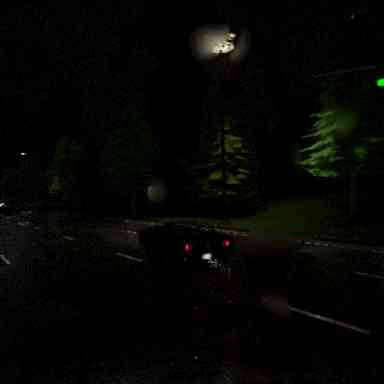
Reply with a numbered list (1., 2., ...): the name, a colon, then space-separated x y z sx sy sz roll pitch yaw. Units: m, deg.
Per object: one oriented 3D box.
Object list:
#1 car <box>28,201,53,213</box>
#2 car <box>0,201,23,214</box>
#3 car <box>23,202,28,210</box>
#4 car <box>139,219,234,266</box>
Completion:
1. car: -20.341 2.034 45.121 1.882 1.535 5.008 -1 0 -36
2. car: -24.829 2.272 45.294 1.895 1.301 4.718 -1 0 -37
3. car: -28.268 2.368 55.615 1.895 1.301 4.718 -1 0 -37
4. car: -0.464 1.623 11.807 1.895 1.301 4.718 -1 0 -24
